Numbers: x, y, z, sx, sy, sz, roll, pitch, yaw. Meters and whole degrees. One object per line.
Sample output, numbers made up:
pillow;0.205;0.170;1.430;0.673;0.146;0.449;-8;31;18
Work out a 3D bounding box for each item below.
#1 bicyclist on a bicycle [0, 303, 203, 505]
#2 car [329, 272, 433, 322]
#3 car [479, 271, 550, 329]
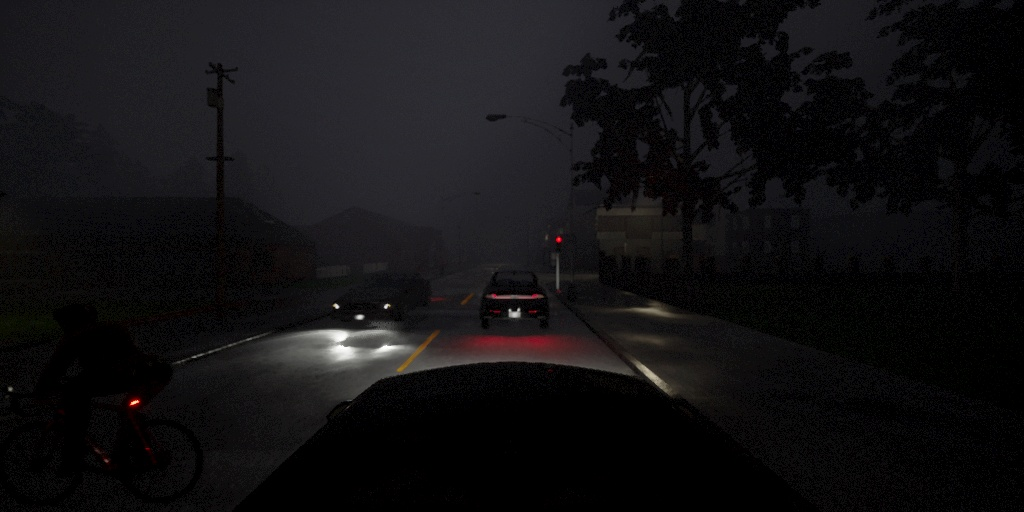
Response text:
bicyclist on a bicycle;-3.310;1.199;2.873;1.656;1.620;0.582;-1;0;0
car;-4.089;1.251;12.300;2.033;1.411;5.357;0;0;0
car;0.072;1.200;11.122;2.128;1.511;4.902;0;0;0
